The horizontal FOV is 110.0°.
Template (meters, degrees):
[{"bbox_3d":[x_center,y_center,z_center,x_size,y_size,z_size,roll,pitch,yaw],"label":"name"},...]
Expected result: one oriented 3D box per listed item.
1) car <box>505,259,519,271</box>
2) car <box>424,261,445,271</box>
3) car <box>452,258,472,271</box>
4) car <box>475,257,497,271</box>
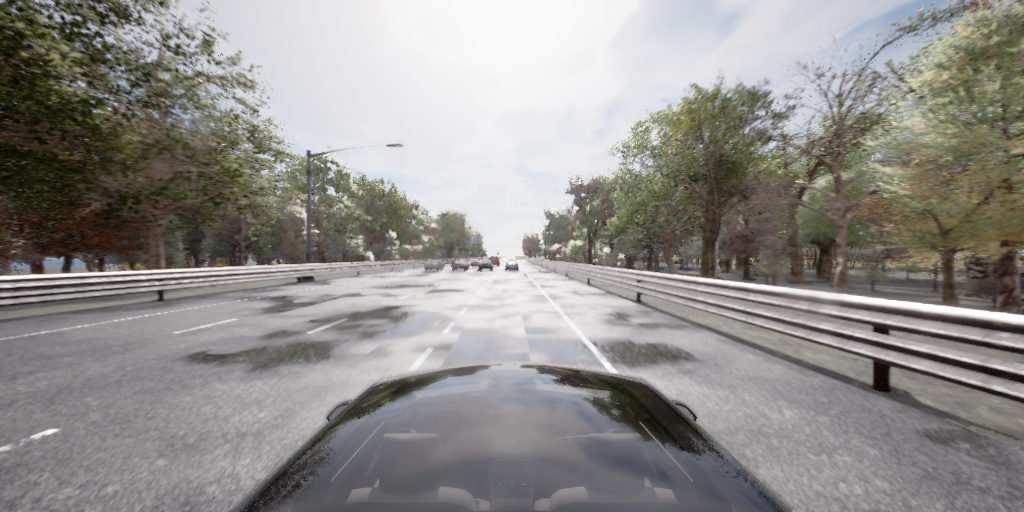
[{"bbox_3d":[-0.004,1.342,49.487,1.994,1.385,4.181,0,0,0],"label":"car"},{"bbox_3d":[-10.506,1.324,48.659,2.033,1.411,5.357,0,0,0],"label":"car"},{"bbox_3d":[-7.004,1.303,49.304,1.812,1.442,4.674,0,0,0],"label":"car"},{"bbox_3d":[-3.503,1.284,49.025,1.837,1.490,4.892,0,0,0],"label":"car"}]
